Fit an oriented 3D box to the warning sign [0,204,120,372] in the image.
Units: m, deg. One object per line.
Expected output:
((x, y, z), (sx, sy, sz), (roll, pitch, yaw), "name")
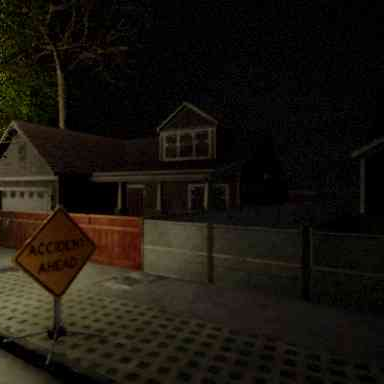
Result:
((-1.864, 1.123, 4.620), (1.060, 1.860, 1.300), (0, 0, 35), "warning sign")
